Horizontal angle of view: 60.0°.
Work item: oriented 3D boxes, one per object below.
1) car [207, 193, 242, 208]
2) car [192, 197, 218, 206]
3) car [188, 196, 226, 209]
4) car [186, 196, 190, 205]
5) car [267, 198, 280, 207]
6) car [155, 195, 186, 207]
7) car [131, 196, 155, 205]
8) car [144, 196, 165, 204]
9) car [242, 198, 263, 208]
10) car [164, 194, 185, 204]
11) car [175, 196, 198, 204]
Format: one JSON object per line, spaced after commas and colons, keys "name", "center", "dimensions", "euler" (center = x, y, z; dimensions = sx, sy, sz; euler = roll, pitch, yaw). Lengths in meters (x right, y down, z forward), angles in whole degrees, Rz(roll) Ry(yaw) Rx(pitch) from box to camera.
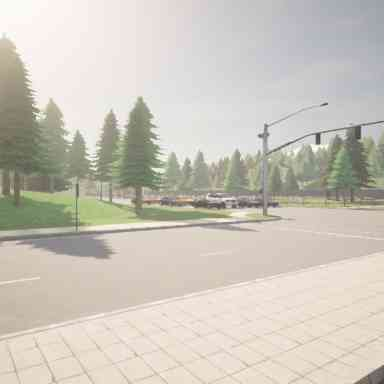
{"name": "car", "center": [4.118, 1.221, 47.285], "dimensions": [2.150, 2.045, 5.566], "euler": [0, 0, -34]}
{"name": "car", "center": [2.167, 1.601, 56.149], "dimensions": [1.895, 1.301, 4.718], "euler": [0, 0, -35]}
{"name": "car", "center": [1.931, 1.601, 44.296], "dimensions": [1.895, 1.301, 4.718], "euler": [0, 0, -35]}
{"name": "car", "center": [-1.492, 1.478, 55.262], "dimensions": [1.882, 1.535, 5.008], "euler": [0, 0, -35]}
{"name": "car", "center": [10.604, 1.547, 50.230], "dimensions": [2.033, 1.411, 5.357], "euler": [0, 0, -35]}
{"name": "car", "center": [-3.424, 1.505, 51.919], "dimensions": [1.837, 1.490, 4.892], "euler": [0, 0, -35]}
{"name": "car", "center": [-9.290, 1.547, 60.302], "dimensions": [2.033, 1.411, 5.357], "euler": [0, 0, -36]}
{"name": "car", "center": [-7.156, 1.478, 63.376], "dimensions": [1.882, 1.535, 5.008], "euler": [0, 0, -35]}
{"name": "car", "center": [7.677, 1.547, 48.301], "dimensions": [2.033, 1.411, 5.357], "euler": [0, 0, -35]}
{"name": "car", "center": [-3.404, 1.352, 64.131], "dimensions": [2.097, 1.767, 4.553], "euler": [0, 0, -35]}
{"name": "car", "center": [-1.143, 1.547, 67.047], "dimensions": [2.033, 1.411, 5.357], "euler": [0, 0, -34]}
